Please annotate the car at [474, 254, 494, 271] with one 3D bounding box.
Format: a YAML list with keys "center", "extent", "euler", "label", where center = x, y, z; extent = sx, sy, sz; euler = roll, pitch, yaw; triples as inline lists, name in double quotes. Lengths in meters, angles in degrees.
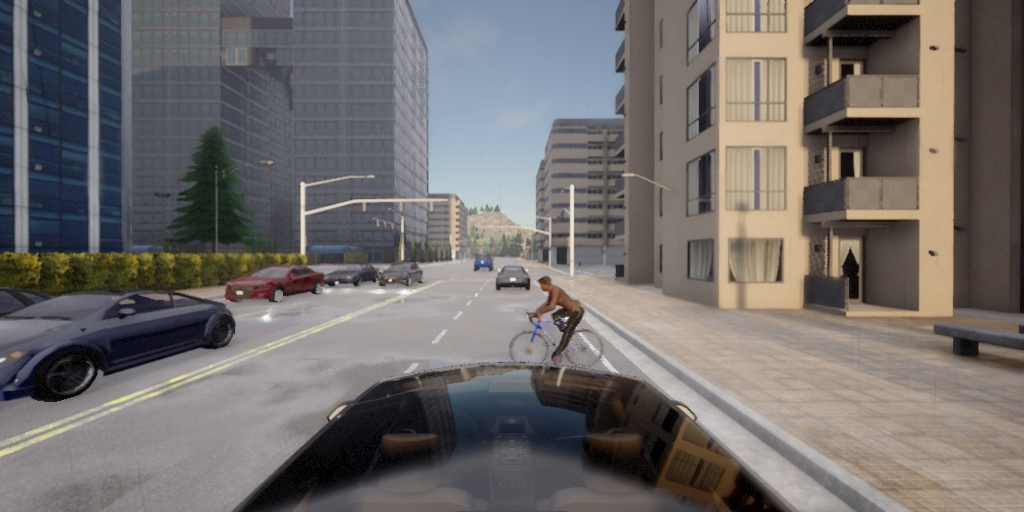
- center: [-3.477, 0.819, 44.785]
  extent: [2.150, 2.045, 5.566]
  euler: [0, 0, 0]
  label: "car"

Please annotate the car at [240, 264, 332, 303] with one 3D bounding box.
- center: [-10.601, 1.173, 16.473]
  extent: [1.882, 1.535, 5.008]
  euler: [0, 0, 0]
  label: "car"

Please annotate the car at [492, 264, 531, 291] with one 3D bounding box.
- center: [0.063, 1.244, 21.399]
  extent: [1.994, 1.385, 4.181]
  euler: [0, 0, 0]
  label: "car"

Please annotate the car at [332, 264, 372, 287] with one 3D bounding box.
- center: [-10.540, 1.215, 24.237]
  extent: [2.033, 1.411, 5.357]
  euler: [0, 0, 0]
  label: "car"

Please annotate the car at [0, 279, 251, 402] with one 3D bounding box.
- center: [-7.108, 1.296, 6.218]
  extent: [1.994, 1.385, 4.181]
  euler: [0, 0, 0]
  label: "car"

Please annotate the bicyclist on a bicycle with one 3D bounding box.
- center: [0.759, 1.171, 6.255]
  extent: [1.656, 1.620, 0.582]
  euler: [-2, 0, 0]
  label: "bicyclist on a bicycle"

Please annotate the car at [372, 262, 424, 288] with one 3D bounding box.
- center: [-7.062, 1.179, 23.244]
  extent: [1.837, 1.490, 4.892]
  euler: [0, 0, 0]
  label: "car"

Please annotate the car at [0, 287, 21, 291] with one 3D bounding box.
- center: [-10.608, 1.279, 6.328]
  extent: [2.033, 1.411, 5.357]
  euler: [0, 0, 0]
  label: "car"
